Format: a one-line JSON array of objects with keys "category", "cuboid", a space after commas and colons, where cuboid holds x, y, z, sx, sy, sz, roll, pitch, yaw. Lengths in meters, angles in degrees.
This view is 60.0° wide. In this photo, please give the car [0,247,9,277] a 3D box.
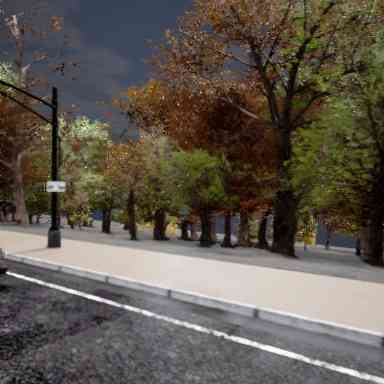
[{"category": "car", "cuboid": [-6.789, 1.534, 8.528, 5.357, 1.411, 2.033, 0, 0, 35]}]
